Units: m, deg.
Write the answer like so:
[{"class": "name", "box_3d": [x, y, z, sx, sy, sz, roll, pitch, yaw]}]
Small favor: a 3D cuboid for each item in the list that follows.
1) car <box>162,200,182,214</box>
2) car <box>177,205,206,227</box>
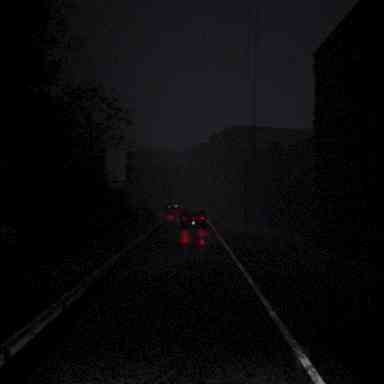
[{"class": "car", "box_3d": [-2.475, 1.801, 42.067, 2.097, 1.767, 4.553, 0, 0, -15]}, {"class": "car", "box_3d": [0.027, 1.934, 25.639, 1.895, 1.301, 4.718, 0, -1, -2]}]
